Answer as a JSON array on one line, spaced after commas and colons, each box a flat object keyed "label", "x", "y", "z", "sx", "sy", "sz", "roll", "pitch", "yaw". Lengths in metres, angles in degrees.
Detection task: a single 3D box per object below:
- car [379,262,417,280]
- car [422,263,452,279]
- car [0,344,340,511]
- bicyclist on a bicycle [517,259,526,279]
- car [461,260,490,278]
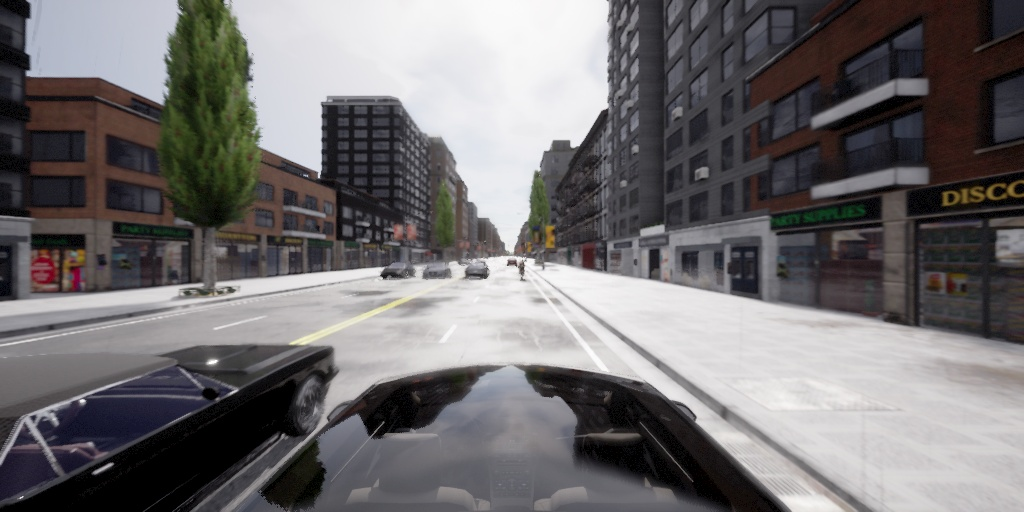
[{"label": "car", "x": -9.844, "y": 1.276, "z": 31.571, "sx": 2.033, "sy": 1.411, "sz": 5.357, "roll": 0, "pitch": 0, "yaw": 0}, {"label": "car", "x": -6.590, "y": 1.292, "z": 31.891, "sx": 1.994, "sy": 1.385, "sz": 4.181, "roll": 0, "pitch": 0, "yaw": 0}, {"label": "car", "x": -3.150, "y": 1.350, "z": 2.493, "sx": 1.895, "sy": 1.301, "sz": 4.718, "roll": 0, "pitch": 0, "yaw": 0}, {"label": "bicyclist on a bicycle", "x": 0.895, "y": 1.183, "z": 30.074, "sx": 0.582, "sy": 1.620, "sz": 1.656, "roll": 0, "pitch": 0, "yaw": 0}, {"label": "car", "x": -3.147, "y": 1.292, "z": 33.016, "sx": 1.994, "sy": 1.385, "sz": 4.181, "roll": 0, "pitch": 0, "yaw": 0}]
